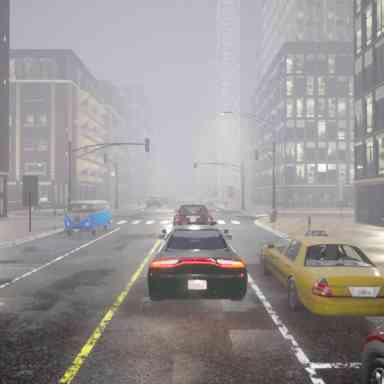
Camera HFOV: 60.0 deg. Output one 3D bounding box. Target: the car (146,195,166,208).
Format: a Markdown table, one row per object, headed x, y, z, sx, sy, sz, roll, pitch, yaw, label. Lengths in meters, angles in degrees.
| x | y | z | sx | sy | sz | roll | pitch | yaw | label |
| --- | --- | --- | --- | --- | --- | --- | --- | --- | --- |
| -5.735 | 1.407 | 50.797 | 2.192 | 1.841 | 5.009 | 0 | 0 | 0 | car |

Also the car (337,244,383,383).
| x | y | z | sx | sy | sz | roll | pitch | yaw | label |
| --- | --- | --- | --- | --- | --- | --- | --- | --- | --- |
| 2.704 | 1.441 | 1.829 | 1.967 | 1.590 | 4.097 | 1 | 0 | 0 | car |

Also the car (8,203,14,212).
| x | y | z | sx | sy | sz | roll | pitch | yaw | label |
| --- | --- | --- | --- | --- | --- | --- | --- | --- | --- |
| -19.054 | 1.214 | 29.409 | 5.009 | 1.841 | 2.192 | 0 | -1 | 0 | car |

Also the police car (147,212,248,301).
| x | y | z | sx | sy | sz | roll | pitch | yaw | label |
| --- | --- | --- | --- | --- | --- | --- | --- | --- | --- |
| 0.093 | 1.509 | 8.449 | 2.038 | 1.542 | 4.974 | 0 | 0 | 0 | police car |

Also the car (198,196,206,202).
| x | y | z | sx | sy | sz | roll | pitch | yaw | label |
| --- | --- | --- | --- | --- | --- | --- | --- | --- | --- |
| 2.608 | 1.800 | 84.781 | 1.947 | 1.339 | 4.313 | 0 | 0 | 0 | car |

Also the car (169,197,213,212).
| x | y | z | sx | sy | sz | roll | pitch | yaw | label |
| --- | --- | --- | --- | --- | --- | --- | --- | --- | --- |
| 0.066 | 1.369 | 18.559 | 2.097 | 1.767 | 4.553 | 0 | 0 | 0 | car |

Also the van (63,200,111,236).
| x | y | z | sx | sy | sz | roll | pitch | yaw | label |
| --- | --- | --- | --- | --- | --- | --- | --- | --- | --- |
| -5.678 | 1.357 | 18.391 | 1.690 | 1.788 | 3.998 | 1 | 0 | 0 | van |

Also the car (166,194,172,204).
| x | y | z | sx | sy | sz | roll | pitch | yaw | label |
| --- | --- | --- | --- | --- | --- | --- | --- | --- | --- |
| -5.754 | 1.718 | 67.784 | 1.947 | 1.339 | 4.313 | 0 | 0 | 0 | car |

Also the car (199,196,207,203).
| x | y | z | sx | sy | sz | roll | pitch | yaw | label |
| --- | --- | --- | --- | --- | --- | --- | --- | --- | --- |
| 2.614 | 1.731 | 79.288 | 1.752 | 1.417 | 4.829 | 0 | 0 | 0 | car |

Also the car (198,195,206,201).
| x | y | z | sx | sy | sz | roll | pitch | yaw | label |
| --- | --- | --- | --- | --- | --- | --- | --- | --- | --- |
| 2.602 | 1.703 | 90.445 | 1.967 | 1.590 | 4.097 | 0 | 0 | 0 | car |

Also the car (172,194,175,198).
| x | y | z | sx | sy | sz | roll | pitch | yaw | label |
| --- | --- | --- | --- | --- | --- | --- | --- | --- | --- |
| -5.766 | 1.645 | 79.110 | 1.967 | 1.590 | 4.097 | 0 | 0 | 0 | car |

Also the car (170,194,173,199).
| x | y | z | sx | sy | sz | roll | pitch | yaw | label |
| --- | --- | --- | --- | --- | --- | --- | --- | --- | --- |
| -5.760 | 1.760 | 73.446 | 1.802 | 1.307 | 4.206 | 0 | 0 | 0 | car |

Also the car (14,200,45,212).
| x | y | z | sx | sy | sz | roll | pitch | yaw | label |
| --- | --- | --- | --- | --- | --- | --- | --- | --- | --- |
| -19.093 | 1.537 | 37.786 | 4.507 | 1.381 | 1.887 | 0 | -1 | 0 | car |

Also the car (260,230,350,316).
| x | y | z | sx | sy | sz | roll | pitch | yaw | label |
| --- | --- | --- | --- | --- | --- | --- | --- | --- | --- |
| 2.699 | 1.529 | 7.523 | 1.752 | 1.417 | 4.829 | 1 | 0 | 0 | car |
